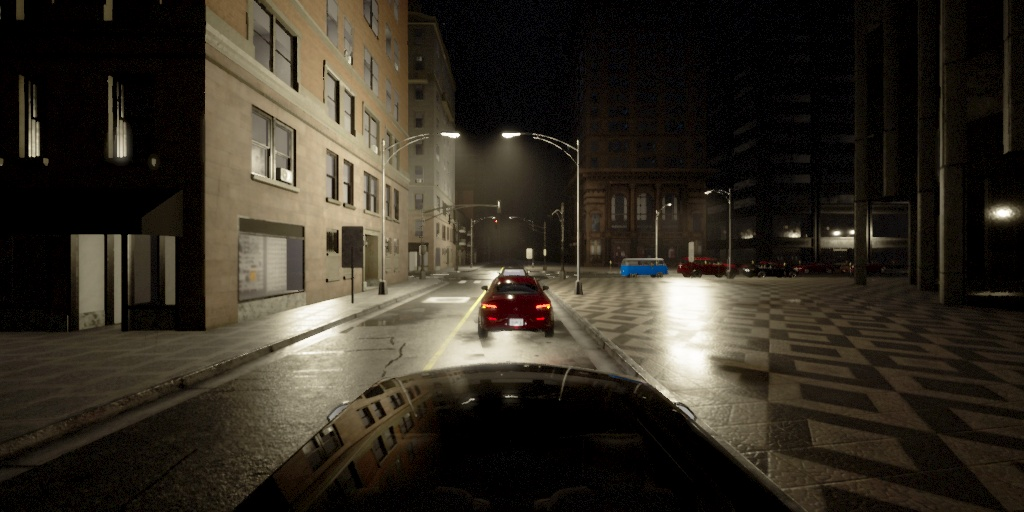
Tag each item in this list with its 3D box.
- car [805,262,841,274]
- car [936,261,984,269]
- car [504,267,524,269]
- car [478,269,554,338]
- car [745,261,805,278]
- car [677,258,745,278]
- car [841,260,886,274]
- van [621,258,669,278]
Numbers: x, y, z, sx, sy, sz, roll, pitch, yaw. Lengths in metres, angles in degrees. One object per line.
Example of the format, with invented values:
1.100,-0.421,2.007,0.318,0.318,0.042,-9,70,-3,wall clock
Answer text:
34.193,1.325,40.737,4.207,1.307,1.802,0,0,-1,car
39.935,1.185,32.296,4.097,1.591,1.967,0,0,-1,car
0.107,1.300,19.932,1.994,1.385,4.181,0,0,0,car
0.094,1.270,10.060,1.812,1.442,4.674,0,0,0,car
23.018,1.321,32.044,4.313,1.339,1.948,0,0,-1,car
17.378,1.073,31.960,5.009,1.841,2.192,0,0,-1,car
39.832,1.179,40.822,4.097,1.591,1.967,0,0,-1,car
11.737,1.101,31.876,3.998,1.789,1.690,0,0,-1,van
